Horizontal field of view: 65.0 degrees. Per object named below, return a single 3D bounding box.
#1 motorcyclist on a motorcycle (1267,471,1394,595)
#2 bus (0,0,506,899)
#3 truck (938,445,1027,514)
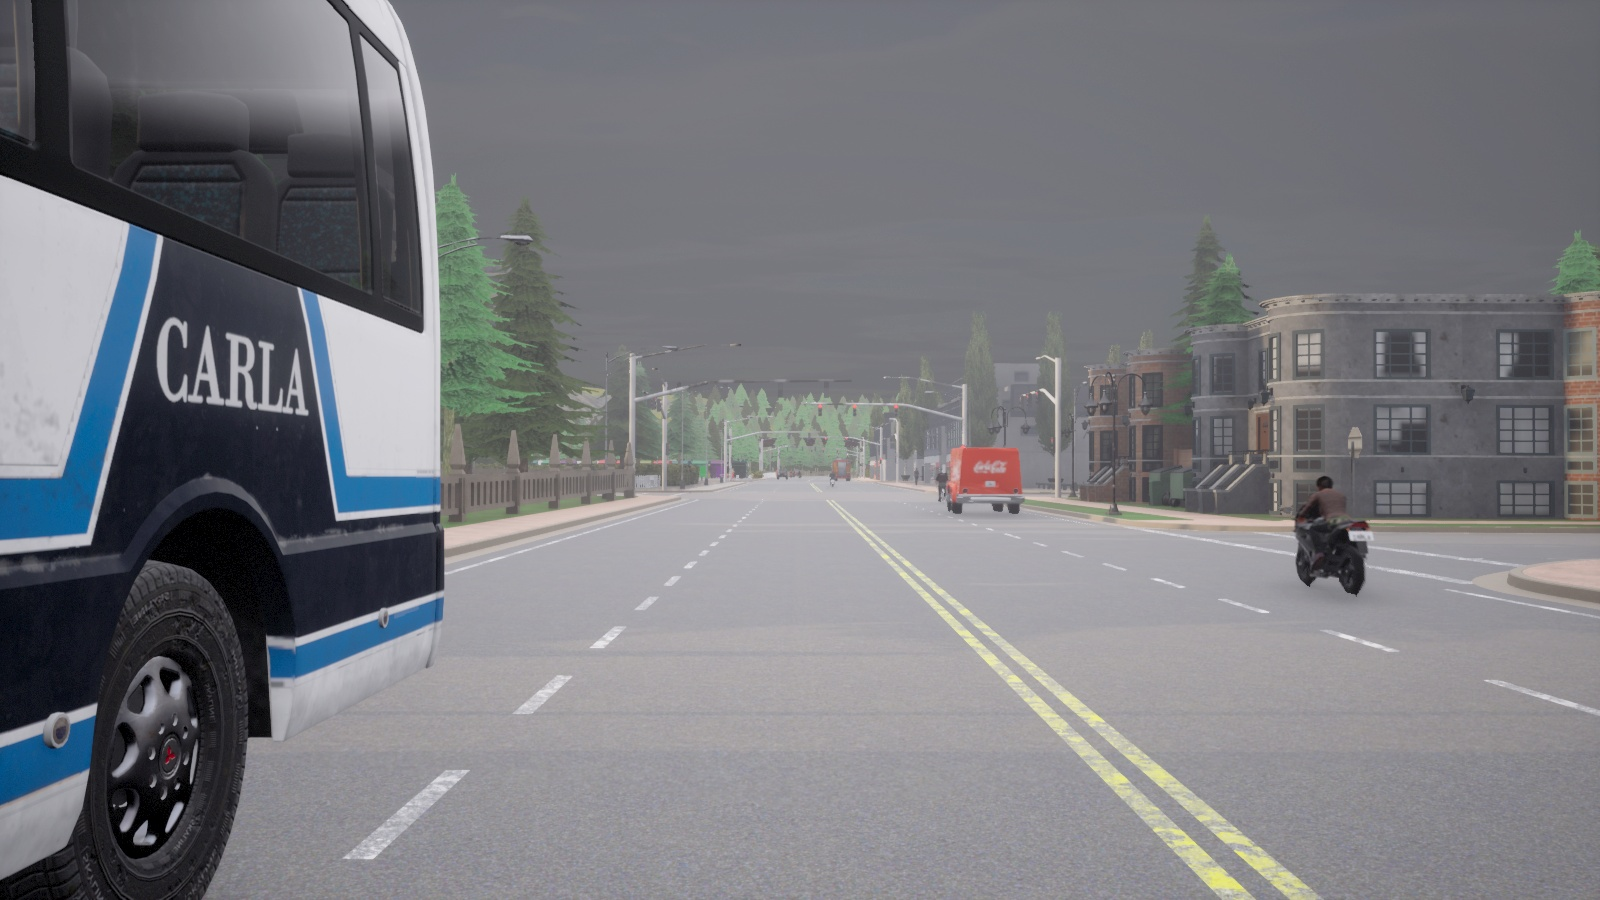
[{"bbox_3d":[6.962,1.047,16.607,0.797,1.523,2.044,0,-1,0],"label":"motorcyclist on a motorcycle"},{"bbox_3d":[-3.508,-0.523,1.469,3.944,4.253,10.273,0,-1,0],"label":"bus"},{"bbox_3d":[6.888,1.105,48.020,2.627,2.467,5.204,0,-1,0],"label":"truck"}]
